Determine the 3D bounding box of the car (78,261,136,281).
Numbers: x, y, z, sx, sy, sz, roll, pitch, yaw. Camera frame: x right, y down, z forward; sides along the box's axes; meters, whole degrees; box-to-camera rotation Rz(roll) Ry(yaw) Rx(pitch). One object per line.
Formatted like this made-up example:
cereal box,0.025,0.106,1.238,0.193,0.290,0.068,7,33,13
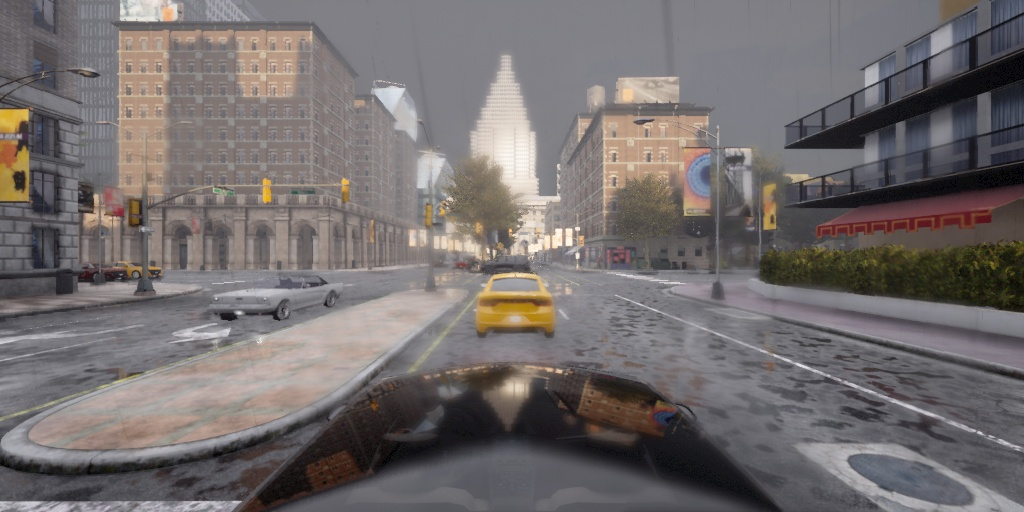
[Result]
car,-33.938,1.228,28.838,5.008,1.535,1.882,0,0,0

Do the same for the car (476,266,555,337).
car,0.094,1.228,10.331,1.882,1.535,5.008,0,0,0

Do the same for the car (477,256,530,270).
car,-0.714,0.971,39.663,5.566,2.045,2.150,0,0,0

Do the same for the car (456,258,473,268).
car,-7.986,1.351,59.072,1.895,1.301,4.718,0,0,0

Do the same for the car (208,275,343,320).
car,-7.982,1.351,12.694,1.895,1.301,4.718,0,0,0

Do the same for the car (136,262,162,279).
car,-34.574,1.228,32.336,5.008,1.535,1.882,0,0,0
